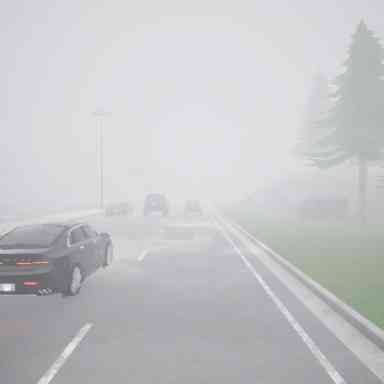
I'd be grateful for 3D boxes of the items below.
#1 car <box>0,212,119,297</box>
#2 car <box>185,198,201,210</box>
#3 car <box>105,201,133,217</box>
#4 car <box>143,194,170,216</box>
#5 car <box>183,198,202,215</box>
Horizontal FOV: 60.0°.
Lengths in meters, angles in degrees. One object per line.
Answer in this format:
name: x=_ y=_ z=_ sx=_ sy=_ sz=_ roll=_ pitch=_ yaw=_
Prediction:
car: x=-3.401 y=1.505 z=8.547 sx=1.837 sy=1.490 sz=4.892 roll=0 pitch=0 yaw=0
car: x=0.138 y=1.547 z=44.508 sx=2.033 sy=1.411 sz=5.357 roll=0 pitch=0 yaw=1
car: x=-6.901 y=1.564 z=31.952 sx=1.994 sy=1.385 sz=4.181 roll=0 pitch=0 yaw=0
car: x=-3.399 y=1.216 z=32.614 sx=2.150 sy=2.045 sz=5.566 roll=0 pitch=-1 yaw=0
car: x=0.095 y=1.547 z=34.434 sx=2.033 sy=1.411 sz=5.357 roll=0 pitch=0 yaw=0
